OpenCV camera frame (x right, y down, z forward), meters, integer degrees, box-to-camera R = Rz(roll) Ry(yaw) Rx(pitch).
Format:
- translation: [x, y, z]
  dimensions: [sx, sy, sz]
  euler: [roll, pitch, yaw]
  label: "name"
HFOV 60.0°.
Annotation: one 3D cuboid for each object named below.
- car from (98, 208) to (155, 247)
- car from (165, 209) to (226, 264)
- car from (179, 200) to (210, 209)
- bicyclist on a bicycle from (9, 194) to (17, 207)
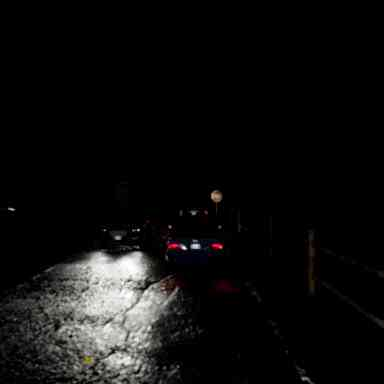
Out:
- translation: [-2.824, 1.487, 15.126]
  dimensions: [2.128, 1.511, 4.902]
  euler: [0, 0, 0]
  label: "car"
- translation: [0.101, 1.544, 11.684]
  dimensions: [2.033, 1.411, 5.357]
  euler: [0, 0, 0]
  label: "car"
- translation: [0.161, 1.345, 22.859]
  dimensions: [2.097, 1.767, 4.553]
  euler: [0, 0, 2]
  label: "car"
- translation: [-22.473, 1.120, 41.750]
  dimensions: [0.582, 1.620, 1.656]
  euler: [1, 0, 1]
  label: "bicyclist on a bicycle"
